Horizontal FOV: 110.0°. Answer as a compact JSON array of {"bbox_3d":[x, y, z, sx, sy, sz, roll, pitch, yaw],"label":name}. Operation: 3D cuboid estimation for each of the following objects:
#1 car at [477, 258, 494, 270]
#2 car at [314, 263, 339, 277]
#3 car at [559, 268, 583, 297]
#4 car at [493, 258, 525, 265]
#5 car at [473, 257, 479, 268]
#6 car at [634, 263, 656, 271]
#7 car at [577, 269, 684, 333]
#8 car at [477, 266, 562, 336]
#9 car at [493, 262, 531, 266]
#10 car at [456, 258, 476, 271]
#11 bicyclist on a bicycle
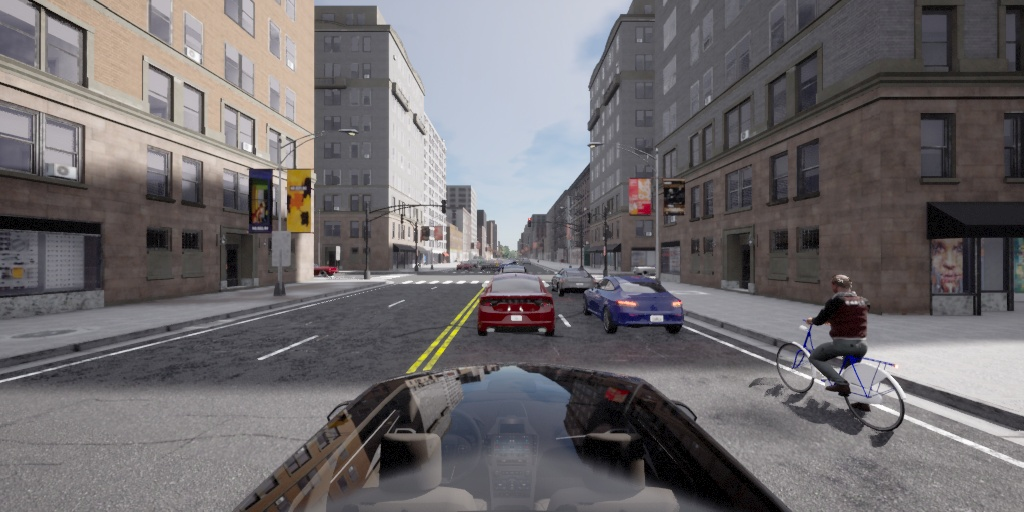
[{"bbox_3d":[-3.348,1.368,50.404,1.895,1.301,4.718,0,0,0],"label":"car"},{"bbox_3d":[-19.274,1.336,34.323,4.718,1.301,1.895,0,0,-2],"label":"car"},{"bbox_3d":[3.249,1.317,19.173,1.994,1.385,4.181,0,0,0],"label":"car"},{"bbox_3d":[-0.299,1.290,43.747,1.812,1.442,4.674,1,0,18],"label":"car"},{"bbox_3d":[-6.592,1.274,59.458,1.837,1.490,4.892,0,0,0],"label":"car"},{"bbox_3d":[15.048,1.410,37.146,4.718,1.301,1.895,0,0,1],"label":"car"},{"bbox_3d":[3.346,1.277,10.574,1.812,1.442,4.674,0,0,0],"label":"car"},{"bbox_3d":[0.101,1.229,10.437,1.882,1.535,5.008,0,0,0],"label":"car"},{"bbox_3d":[0.100,1.259,19.920,1.837,1.490,4.892,0,0,0],"label":"car"},{"bbox_3d":[-6.609,1.368,50.356,1.895,1.301,4.718,0,0,0],"label":"car"},{"bbox_3d":[4.146,1.121,4.714,0.659,1.776,1.843,0,0,0],"label":"bicyclist on a bicycle"}]
